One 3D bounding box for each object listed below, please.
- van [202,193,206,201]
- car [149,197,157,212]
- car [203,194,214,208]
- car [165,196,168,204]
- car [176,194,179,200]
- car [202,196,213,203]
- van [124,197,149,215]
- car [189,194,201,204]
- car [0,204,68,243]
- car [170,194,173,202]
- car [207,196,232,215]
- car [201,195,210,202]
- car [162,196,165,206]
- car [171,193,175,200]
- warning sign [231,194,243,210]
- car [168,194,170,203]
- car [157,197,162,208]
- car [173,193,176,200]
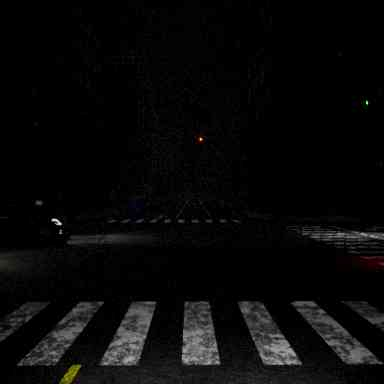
[{"bbox_3d":[2.970,1.343,56.015,1.690,1.788,3.998,0,0,0],"label":"van"},{"bbox_3d":[-5.648,1.442,39.051,1.967,1.590,4.097,0,0,0],"label":"car"},{"bbox_3d":[2.908,1.443,44.677,1.967,1.590,4.097,0,0,0],"label":"car"},{"bbox_3d":[-5.555,1.568,56.056,1.947,1.339,4.313,0,0,0],"label":"car"},{"bbox_3d":[-5.369,1.306,90.065,2.192,1.841,5.009,0,0,0],"label":"car"},{"bbox_3d":[3.033,1.550,67.354,2.008,1.369,4.403,0,0,0],"label":"car"},{"bbox_3d":[-5.680,1.343,33.383,1.690,1.788,3.998,0,0,0],"label":"van"},{"bbox_3d":[0.346,1.565,63.712,1.994,1.385,4.181,0,0,0],"label":"car"},{"bbox_3d":[-8.097,1.341,15.155,4.553,1.767,2.097,0,0,-16],"label":"car"},{"bbox_3d":[-5.493,1.566,67.392,1.947,1.339,4.313,0,0,0],"label":"car"},{"bbox_3d":[2.846,1.442,33.339,1.967,1.590,4.097,0,0,0],"label":"car"},{"bbox_3d":[3.095,1.436,78.692,1.967,1.590,4.097,0,0,0],"label":"car"},{"bbox_3d":[-5.586,1.584,50.388,1.802,1.307,4.206,0,0,0],"label":"car"},{"bbox_3d":[-5.462,1.542,73.060,1.887,1.381,4.507,0,0,0],"label":"car"},{"bbox_3d":[5.280,1.118,39.319,1.300,1.860,1.060,0,0,0],"label":"warning sign"},{"bbox_3d":[-5.525,1.526,61.554,1.752,1.417,4.829,0,0,0],"label":"car"},{"bbox_3d":[-5.617,1.568,44.720,1.947,1.339,4.313,0,0,0],"label":"car"},{"bbox_3d":[-5.432,1.521,78.559,1.752,1.417,4.829,0,0,0],"label":"car"}]
